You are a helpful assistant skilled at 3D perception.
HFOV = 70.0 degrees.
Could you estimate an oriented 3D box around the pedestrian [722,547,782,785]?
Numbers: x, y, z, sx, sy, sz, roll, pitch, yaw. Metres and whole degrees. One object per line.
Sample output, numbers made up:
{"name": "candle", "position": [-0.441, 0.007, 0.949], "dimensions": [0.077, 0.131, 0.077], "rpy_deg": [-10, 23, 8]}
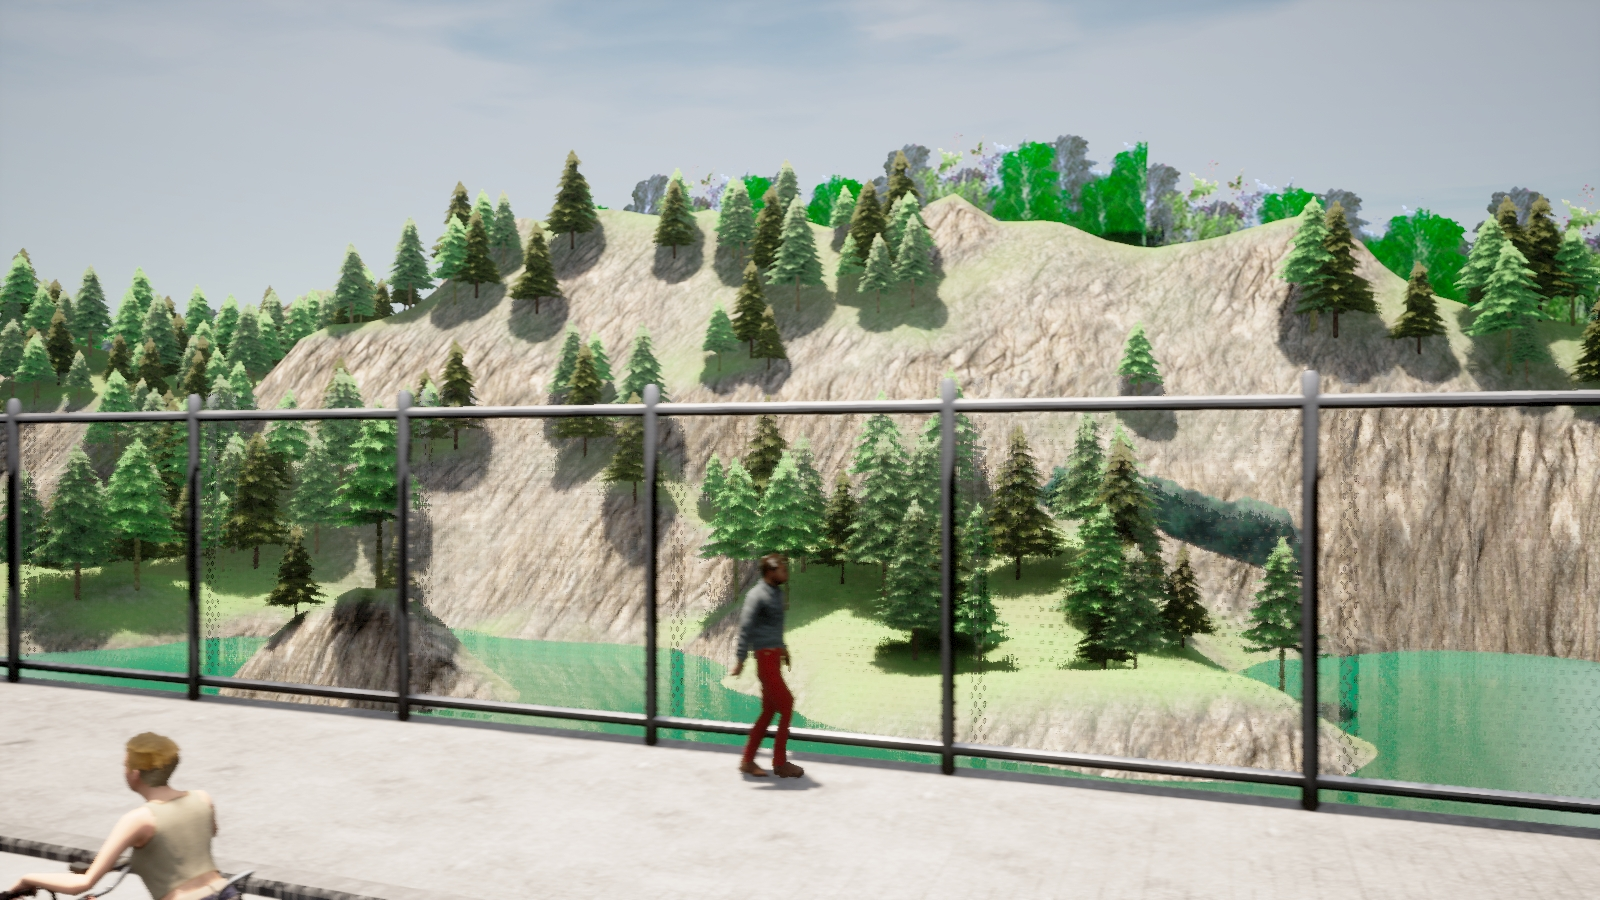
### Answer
{"name": "pedestrian", "position": [-0.393, 1.743, 9.362], "dimensions": [0.375, 1.860, 0.375], "rpy_deg": [0, 0, 19]}

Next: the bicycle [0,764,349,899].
{"name": "bicycle", "position": [-2.830, 2.158, 4.876], "dimensions": [1.487, 1.276, 0.859], "rpy_deg": [0, 0, 20]}
